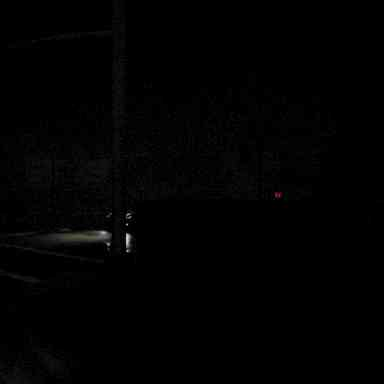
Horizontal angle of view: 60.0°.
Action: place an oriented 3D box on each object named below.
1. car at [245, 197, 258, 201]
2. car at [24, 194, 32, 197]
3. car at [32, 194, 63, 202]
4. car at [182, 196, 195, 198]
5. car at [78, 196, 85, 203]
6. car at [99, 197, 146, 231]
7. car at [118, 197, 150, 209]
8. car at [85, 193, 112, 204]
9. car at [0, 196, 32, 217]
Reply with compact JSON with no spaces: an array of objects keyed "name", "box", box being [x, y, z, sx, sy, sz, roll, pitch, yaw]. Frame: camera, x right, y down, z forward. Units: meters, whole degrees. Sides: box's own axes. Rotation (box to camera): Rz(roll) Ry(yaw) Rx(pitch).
[{"name":"car","box":[5.543,1.353,33.110,2.097,1.767,4.553,0,0,35]},{"name":"car","box":[-34.445,1.232,71.230,1.970,1.475,3.806,0,0,35]},{"name":"car","box":[-29.019,1.154,67.788,2.152,1.636,5.027,0,0,35]},{"name":"car","box":[-0.870,1.374,48.215,1.845,1.501,3.633,0,0,35]},{"name":"car","box":[-18.573,1.077,60.400,1.905,1.878,3.866,0,0,35]},{"name":"car","box":[-3.132,1.352,20.613,2.097,1.767,4.553,0,0,35]},{"name":"car","box":[-7.589,1.384,43.878,1.970,1.475,3.806,0,0,35]},{"name":"car","box":[-15.963,1.097,59.059,1.932,1.855,4.605,0,0,35]},{"name":"car","box":[-15.897,1.340,26.955,2.007,1.523,4.514,0,0,35]}]
